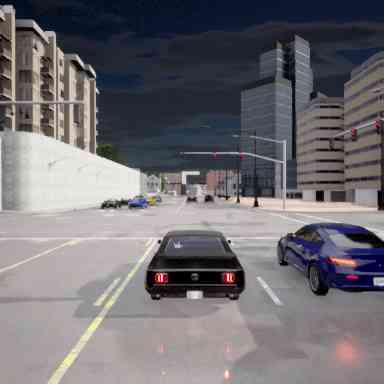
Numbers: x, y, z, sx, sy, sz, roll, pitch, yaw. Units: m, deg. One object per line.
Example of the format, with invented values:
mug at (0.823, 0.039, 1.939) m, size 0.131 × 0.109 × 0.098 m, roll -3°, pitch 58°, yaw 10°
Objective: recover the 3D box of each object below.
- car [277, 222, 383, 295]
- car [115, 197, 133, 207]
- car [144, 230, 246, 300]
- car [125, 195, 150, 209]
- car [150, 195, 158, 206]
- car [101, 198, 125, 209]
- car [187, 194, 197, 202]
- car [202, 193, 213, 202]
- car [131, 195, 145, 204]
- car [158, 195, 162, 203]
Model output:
car at (3.563, 1.508, 8.538) m, size 1.812 × 1.442 × 4.674 m, roll 0°, pitch 0°, yaw 0°
car at (-10.679, 1.556, 52.857) m, size 1.895 × 1.301 × 4.718 m, roll 0°, pitch 0°, yaw 0°
car at (0.062, 1.591, 8.311) m, size 1.895 × 1.301 × 4.718 m, roll 0°, pitch 0°, yaw 0°
car at (-7.165, 1.436, 44.389) m, size 1.882 × 1.535 × 5.008 m, roll 0°, pitch 0°, yaw 0°
car at (-7.174, 1.424, 53.847) m, size 1.882 × 1.535 × 5.008 m, roll 0°, pitch 0°, yaw 0°
car at (-10.665, 1.530, 44.097) m, size 1.994 × 1.385 × 4.181 m, roll 0°, pitch 0°, yaw 0°
car at (-0.015, 1.261, 69.648) m, size 2.097 × 1.767 × 4.553 m, roll 0°, pitch 0°, yaw 0°
car at (3.472, 1.405, 69.999) m, size 1.837 × 1.490 × 4.892 m, roll 0°, pitch 0°, yaw 0°
car at (-10.636, 1.441, 65.955) m, size 1.837 × 1.490 × 4.892 m, roll 0°, pitch 0°, yaw 0°
car at (-7.135, 1.419, 66.759) m, size 2.128 × 1.511 × 4.902 m, roll 0°, pitch 0°, yaw 0°
